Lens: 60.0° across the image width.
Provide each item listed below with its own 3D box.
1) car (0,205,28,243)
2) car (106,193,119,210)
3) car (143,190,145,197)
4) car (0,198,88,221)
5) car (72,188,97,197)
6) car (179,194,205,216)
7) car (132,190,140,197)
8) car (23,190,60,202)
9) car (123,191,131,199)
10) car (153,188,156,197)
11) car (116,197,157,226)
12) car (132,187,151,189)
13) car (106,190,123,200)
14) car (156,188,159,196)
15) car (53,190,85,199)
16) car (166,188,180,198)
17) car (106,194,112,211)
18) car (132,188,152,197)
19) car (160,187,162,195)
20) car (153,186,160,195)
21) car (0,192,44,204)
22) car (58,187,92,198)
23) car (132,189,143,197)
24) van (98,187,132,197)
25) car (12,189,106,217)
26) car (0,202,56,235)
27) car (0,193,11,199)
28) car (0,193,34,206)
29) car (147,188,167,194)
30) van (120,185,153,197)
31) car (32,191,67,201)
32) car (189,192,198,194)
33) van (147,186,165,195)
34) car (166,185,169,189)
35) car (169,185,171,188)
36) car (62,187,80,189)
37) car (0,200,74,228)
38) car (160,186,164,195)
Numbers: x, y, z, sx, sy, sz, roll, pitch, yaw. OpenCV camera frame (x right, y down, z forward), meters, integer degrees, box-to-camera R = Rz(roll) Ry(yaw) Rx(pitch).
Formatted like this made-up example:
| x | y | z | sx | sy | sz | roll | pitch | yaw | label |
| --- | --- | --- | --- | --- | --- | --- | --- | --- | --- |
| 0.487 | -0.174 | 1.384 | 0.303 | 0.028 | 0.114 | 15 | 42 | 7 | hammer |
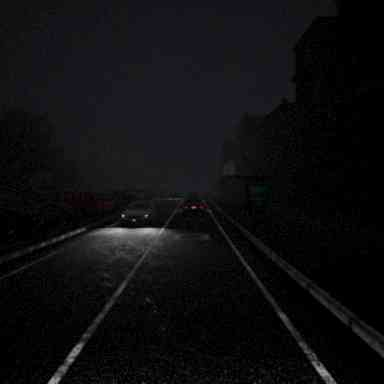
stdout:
| x | y | z | sx | sy | sz | roll | pitch | yaw | label |
| --- | --- | --- | --- | --- | --- | --- | --- | --- | --- |
| -9.700 | 1.451 | 13.333 | 5.008 | 1.535 | 2.097 | 0 | 1 | 0 | car |
| -9.741 | 1.107 | 30.042 | 5.366 | 1.575 | 1.946 | 0 | 1 | 1 | car |
| -9.408 | 0.766 | 46.737 | 4.674 | 1.452 | 2.002 | 0 | 1 | 1 | car |
| -9.628 | 1.339 | 21.694 | 4.674 | 1.452 | 2.002 | 0 | 1 | 1 | car |
| -22.316 | 0.059 | 69.097 | 4.553 | 1.767 | 2.185 | 0 | 1 | 1 | car |
| 0.124 | 1.182 | 28.018 | 2.033 | 1.411 | 5.357 | 0 | 1 | 0 | car |
| -9.461 | 0.855 | 41.171 | 5.008 | 1.535 | 2.097 | 0 | 1 | 1 | car |
| -22.428 | 0.531 | 49.607 | 4.553 | 1.767 | 2.185 | 0 | 1 | 1 | car |
| -9.512 | 0.985 | 35.605 | 4.892 | 1.521 | 2.231 | 0 | 1 | 1 | car |
| -9.276 | 0.491 | 57.866 | 4.792 | 1.488 | 2.163 | 0 | 1 | 1 | car |
| -3.314 | 1.300 | 21.411 | 1.812 | 1.442 | 4.674 | 0 | 1 | 0 | car |
| -9.324 | 0.469 | 52.297 | 4.553 | 1.767 | 2.185 | 0 | 1 | 1 | car |
| -9.500 | 0.924 | 32.695 | 4.553 | 1.767 | 2.185 | 0 | 1 | 1 | car |
| -9.257 | 0.367 | 63.431 | 4.674 | 1.452 | 2.002 | 0 | 1 | 1 | car |
| -22.364 | 0.389 | 60.746 | 5.008 | 1.535 | 2.097 | 0 | 1 | 1 | car |
| -3.125 | 0.402 | 61.547 | 2.033 | 1.411 | 5.357 | 0 | 1 | 1 | car |
| -9.575 | 1.173 | 27.258 | 5.008 | 1.535 | 2.097 | 0 | 1 | 1 | car |
| -9.195 | 0.658 | 49.516 | 5.366 | 1.575 | 1.946 | 0 | 1 | 1 | car |
| -9.211 | 0.191 | 68.996 | 4.892 | 1.521 | 2.231 | 0 | 1 | 1 | car |
| -9.199 | 0.133 | 66.209 | 4.553 | 1.767 | 2.185 | 0 | 1 | 1 | car |
| -22.538 | 0.816 | 44.041 | 4.792 | 1.488 | 2.163 | 0 | 1 | 1 | car |
| -22.306 | 0.071 | 63.525 | 5.566 | 2.045 | 2.435 | 0 | 1 | 0 | car |
| -9.425 | 0.791 | 43.953 | 5.008 | 1.535 | 2.097 | 0 | 1 | 1 | car |
| -9.597 | 0.694 | 38.384 | 4.442 | 1.987 | 1.878 | 0 | 1 | 1 | van |
| -9.634 | 0.985 | 24.470 | 5.566 | 2.045 | 2.435 | 0 | 1 | 1 | car |
| -9.675 | 1.408 | 16.122 | 5.008 | 1.535 | 2.097 | 0 | 1 | 1 | car |
| -22.587 | 1.019 | 35.690 | 4.674 | 1.452 | 2.002 | 0 | 1 | 1 | car |
| -22.541 | 0.852 | 41.258 | 4.892 | 1.521 | 2.231 | 0 | 1 | 1 | car |
| -9.048 | -0.228 | 85.689 | 4.892 | 1.521 | 2.231 | 0 | 1 | 1 | car |
| -9.213 | 0.304 | 55.014 | 4.442 | 1.987 | 1.878 | 0 | 1 | 0 | van |
| -22.437 | 0.630 | 52.396 | 4.674 | 1.452 | 2.002 | 0 | 1 | 1 | car |
| 0.179 | 0.770 | 46.129 | 2.033 | 1.411 | 5.357 | 0 | 1 | 0 | car |
| -8.964 | -0.381 | 82.776 | 4.442 | 1.987 | 1.878 | 0 | 1 | 1 | van |
| -9.076 | -0.340 | 80.118 | 5.566 | 2.045 | 2.435 | 0 | 1 | 1 | car |
| -9.009 | -0.410 | 94.037 | 4.792 | 1.488 | 2.163 | 0 | 1 | 1 | car |
| -22.352 | 0.332 | 57.958 | 4.553 | 1.767 | 2.185 | 0 | 1 | 1 | car |
| -9.626 | 1.387 | 18.909 | 4.792 | 1.488 | 2.163 | 0 | 1 | 1 | car |
| -9.365 | 0.117 | 71.780 | 5.366 | 1.575 | 1.946 | 0 | 1 | 1 | car |
